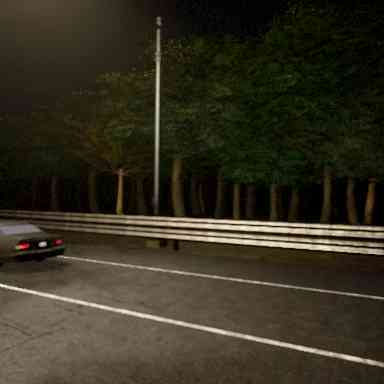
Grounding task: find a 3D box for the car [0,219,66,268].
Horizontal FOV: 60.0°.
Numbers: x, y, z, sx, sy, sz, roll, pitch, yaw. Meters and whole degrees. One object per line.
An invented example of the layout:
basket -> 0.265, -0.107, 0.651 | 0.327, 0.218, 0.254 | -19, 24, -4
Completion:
car -> -6.758, 1.647, 11.380 | 5.357, 1.411, 2.033 | 0, -1, 29
